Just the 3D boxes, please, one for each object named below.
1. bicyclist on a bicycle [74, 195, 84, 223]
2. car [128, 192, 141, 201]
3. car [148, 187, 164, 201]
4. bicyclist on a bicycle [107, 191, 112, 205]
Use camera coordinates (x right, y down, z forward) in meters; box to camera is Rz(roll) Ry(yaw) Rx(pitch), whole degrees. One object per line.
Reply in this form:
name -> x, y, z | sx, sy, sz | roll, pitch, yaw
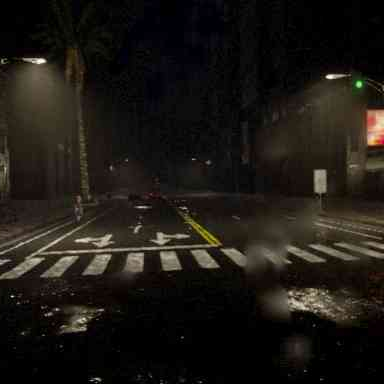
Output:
bicyclist on a bicycle -> -7.375, 1.112, 21.620 | 0.659, 1.776, 1.843 | -1, 1, -7
car -> -8.875, 0.716, 51.723 | 1.895, 1.301, 4.718 | -1, 1, -7
car -> -5.660, 0.255, 52.115 | 2.150, 2.045, 5.566 | -1, 1, -7
bicyclist on a bicycle -> -9.389, 0.806, 37.791 | 0.659, 1.776, 1.843 | -1, 1, -7
